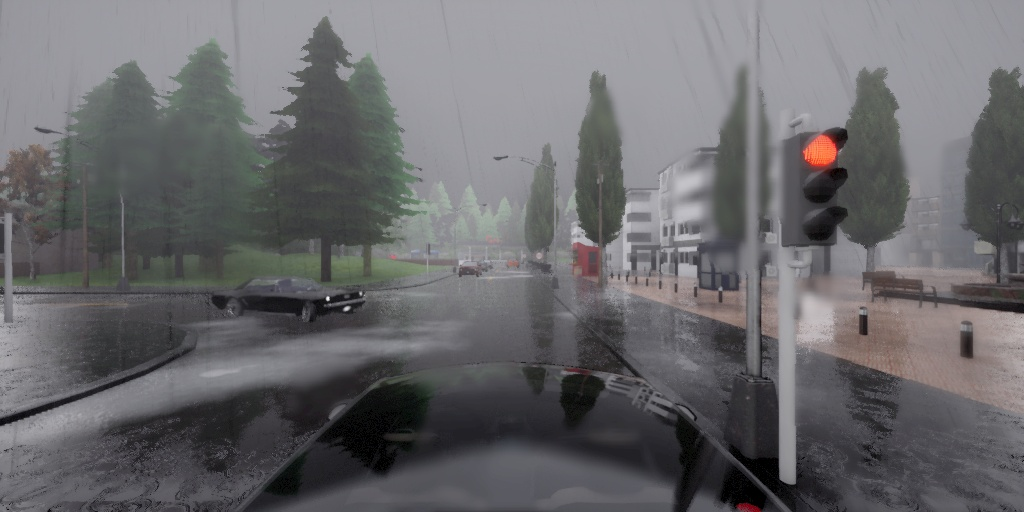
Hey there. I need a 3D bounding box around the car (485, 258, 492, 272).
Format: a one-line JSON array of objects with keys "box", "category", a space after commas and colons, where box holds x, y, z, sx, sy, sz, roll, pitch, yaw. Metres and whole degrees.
[{"box": [-4.060, 1.314, 45.626, 1.994, 1.385, 4.181, 0, 0, 0], "category": "car"}]

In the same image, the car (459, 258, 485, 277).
[{"box": [-4.078, 1.228, 35.706, 1.882, 1.535, 5.008, 0, 0, 0], "category": "car"}]

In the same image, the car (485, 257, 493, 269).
[{"box": [-4.012, 1.276, 55.753, 1.812, 1.442, 4.674, 0, 0, 0], "category": "car"}]

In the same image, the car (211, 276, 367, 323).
[{"box": [-7.315, 1.351, 11.906, 4.718, 1.301, 1.895, 0, 0, 16], "category": "car"}]
